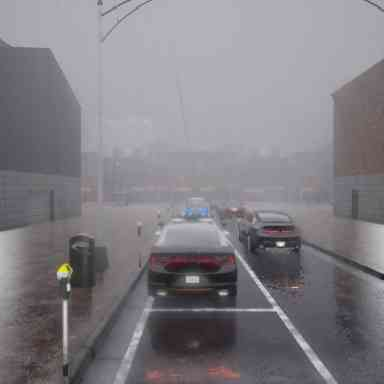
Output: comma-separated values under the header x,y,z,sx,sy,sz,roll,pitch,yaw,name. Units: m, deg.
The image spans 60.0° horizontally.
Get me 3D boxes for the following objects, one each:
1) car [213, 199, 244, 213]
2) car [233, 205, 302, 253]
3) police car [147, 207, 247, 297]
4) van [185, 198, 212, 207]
x,y,z,sx,sy,sz,roll,pitch,yaw,name
3.103,1.357,26.455,2.097,1.767,4.553,0,0,0,car
3.021,1.506,13.744,1.837,1.490,4.892,0,0,0,car
0.012,1.424,8.761,1.930,1.638,5.238,0,0,0,police car
0.374,1.345,25.499,1.690,1.788,3.998,-1,0,0,van
